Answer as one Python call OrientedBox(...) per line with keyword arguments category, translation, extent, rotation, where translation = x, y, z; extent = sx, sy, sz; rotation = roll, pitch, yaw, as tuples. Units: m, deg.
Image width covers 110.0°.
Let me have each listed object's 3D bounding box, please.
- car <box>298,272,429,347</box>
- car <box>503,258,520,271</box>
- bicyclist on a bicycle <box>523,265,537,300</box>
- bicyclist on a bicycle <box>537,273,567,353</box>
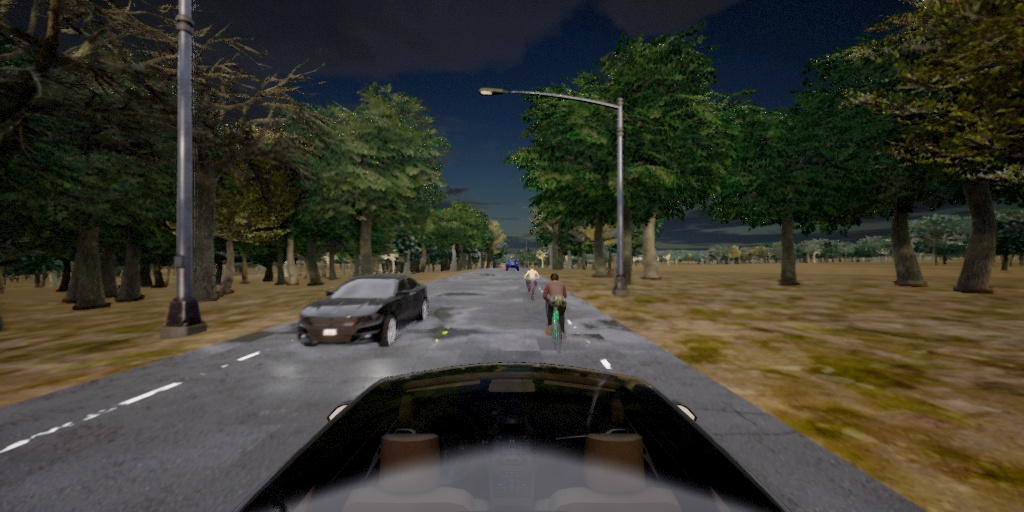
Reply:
OrientedBox(category="car", translation=(-3.600, 1.237, 9.586), extent=(1.882, 1.535, 5.008), rotation=(0, 0, 0))
OrientedBox(category="car", translation=(0.089, 1.453, 61.248), extent=(2.150, 2.045, 5.566), rotation=(0, -2, 0))
OrientedBox(category="bicyclist on a bicycle", translation=(0.941, 1.220, 16.946), extent=(0.866, 1.612, 1.509), rotation=(0, 0, 0))
OrientedBox(category="bicyclist on a bicycle", translation=(0.960, 1.210, 7.904), extent=(0.582, 1.620, 1.656), rotation=(0, 0, 0))
